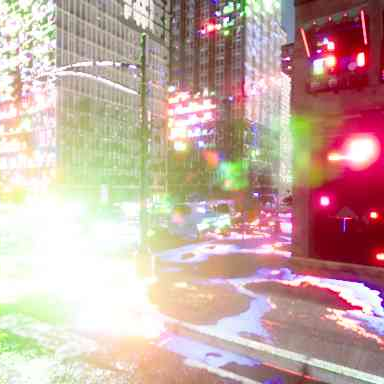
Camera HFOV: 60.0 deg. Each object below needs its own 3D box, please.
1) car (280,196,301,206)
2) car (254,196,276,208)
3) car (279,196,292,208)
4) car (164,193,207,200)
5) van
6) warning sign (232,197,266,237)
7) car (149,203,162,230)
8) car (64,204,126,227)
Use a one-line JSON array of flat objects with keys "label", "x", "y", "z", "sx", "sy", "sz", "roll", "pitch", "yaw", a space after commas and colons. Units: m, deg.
[{"label": "car", "x": 15.958, "y": 1.362, "z": 53.525, "sx": 1.752, "sy": 1.417, "sz": 4.829, "roll": 1, "pitch": 1, "yaw": 35}, {"label": "car", "x": 9.666, "y": 1.292, "z": 44.629, "sx": 1.967, "sy": 1.590, "sz": 4.097, "roll": 1, "pitch": 1, "yaw": 35}, {"label": "car", "x": 13.490, "y": 1.488, "z": 45.443, "sx": 1.895, "sy": 1.301, "sz": 4.718, "roll": 1, "pitch": 1, "yaw": 36}, {"label": "car", "x": -0.696, "y": 1.148, "z": 25.489, "sx": 2.150, "sy": 2.045, "sz": 5.566, "roll": 1, "pitch": 1, "yaw": 35}, {"label": "van", "x": 0.534, "y": 1.367, "z": 17.204, "sx": 1.690, "sy": 1.788, "sz": 3.998, "roll": 1, "pitch": 1, "yaw": 35}, {"label": "warning sign", "x": 2.818, "y": 1.176, "z": 16.316, "sx": 1.300, "sy": 1.860, "sz": 1.060, "roll": 1, "pitch": 1, "yaw": 35}, {"label": "car", "x": -0.646, "y": 1.548, "z": 19.989, "sx": 1.994, "sy": 1.385, "sz": 4.181, "roll": 1, "pitch": 1, "yaw": 35}, {"label": "car", "x": -6.310, "y": 1.465, "z": 22.047, "sx": 1.947, "sy": 1.339, "sz": 4.313, "roll": 1, "pitch": 1, "yaw": 35}]
